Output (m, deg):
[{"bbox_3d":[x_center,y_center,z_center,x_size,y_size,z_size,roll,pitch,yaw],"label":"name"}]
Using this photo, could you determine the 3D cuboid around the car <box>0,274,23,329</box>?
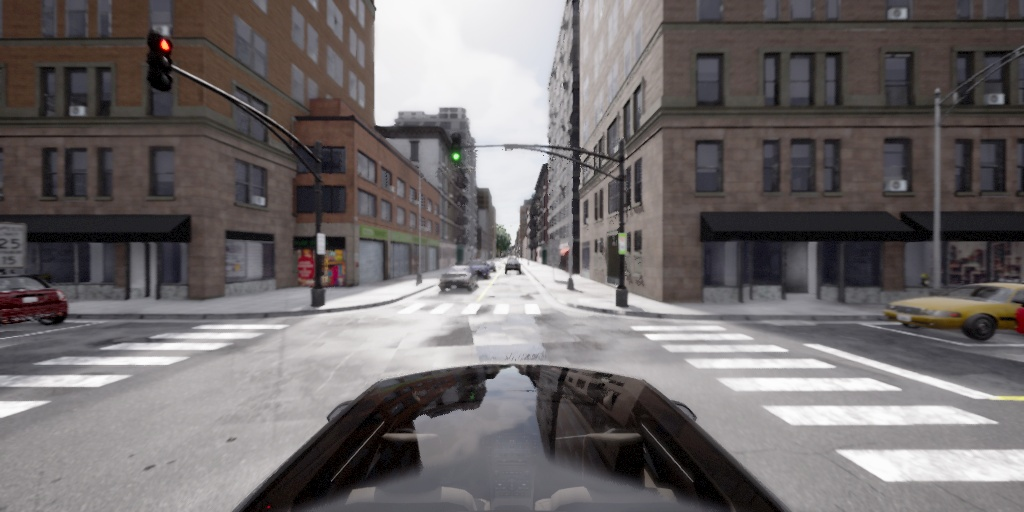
[{"bbox_3d":[-13.293,1.214,6.960,5.008,1.535,1.882,0,0,1],"label":"car"}]

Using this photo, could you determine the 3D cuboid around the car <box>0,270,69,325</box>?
[{"bbox_3d":[-14.597,1.170,9.436,4.097,1.591,1.967,0,0,1],"label":"car"}]

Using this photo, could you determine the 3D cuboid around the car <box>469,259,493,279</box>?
[{"bbox_3d":[-3.071,1.070,31.767,2.097,1.767,4.553,0,0,0],"label":"car"}]

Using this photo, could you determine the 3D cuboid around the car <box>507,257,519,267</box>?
[{"bbox_3d":[0.117,1.015,64.409,2.097,1.767,4.553,0,0,0],"label":"car"}]

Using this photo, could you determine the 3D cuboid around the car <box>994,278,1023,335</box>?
[{"bbox_3d":[13.132,0.964,6.565,5.566,2.045,2.150,0,0,1],"label":"car"}]

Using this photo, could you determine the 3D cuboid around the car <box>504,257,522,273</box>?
[{"bbox_3d":[0.119,1.207,41.741,1.837,1.490,4.892,0,0,0],"label":"car"}]

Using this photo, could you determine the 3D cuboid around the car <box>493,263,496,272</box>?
[{"bbox_3d":[-3.051,1.260,44.982,1.994,1.385,4.181,0,0,0],"label":"car"}]

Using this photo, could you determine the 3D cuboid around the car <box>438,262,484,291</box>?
[{"bbox_3d":[-3.087,1.278,21.770,2.033,1.411,5.357,0,0,0],"label":"car"}]

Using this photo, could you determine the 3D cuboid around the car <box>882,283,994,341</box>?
[{"bbox_3d":[12.426,1.261,9.142,4.829,1.417,1.751,0,0,1],"label":"car"}]
